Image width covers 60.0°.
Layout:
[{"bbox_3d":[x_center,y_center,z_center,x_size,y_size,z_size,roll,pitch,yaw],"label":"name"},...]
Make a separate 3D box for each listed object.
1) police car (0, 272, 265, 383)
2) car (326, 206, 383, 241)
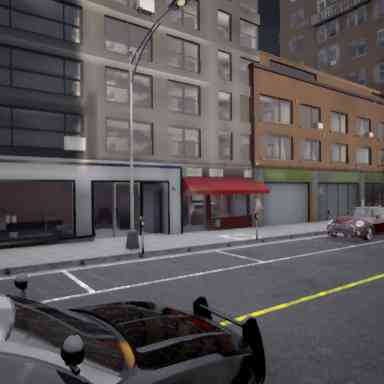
[{"bbox_3d":[-1.615,1.425,2.281,5.238,1.638,1.930,0,0,-36],"label":"police car"},{"bbox_3d":[8.456,1.435,16.440,4.097,1.590,1.967,0,-1,-35],"label":"car"}]
